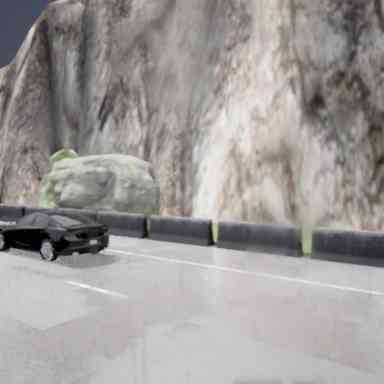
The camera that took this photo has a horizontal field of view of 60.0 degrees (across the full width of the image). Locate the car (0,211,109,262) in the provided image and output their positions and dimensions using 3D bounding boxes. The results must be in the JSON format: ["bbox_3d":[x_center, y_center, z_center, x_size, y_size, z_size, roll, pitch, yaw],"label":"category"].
[{"bbox_3d":[-5.128,1.411,11.948,5.008,1.535,1.882,1,0,35],"label":"car"}]
